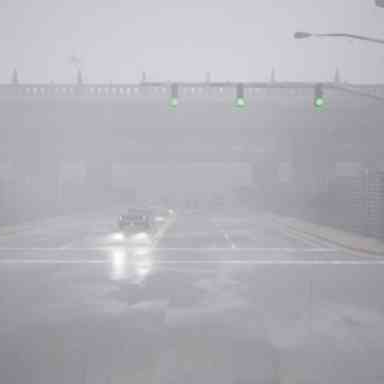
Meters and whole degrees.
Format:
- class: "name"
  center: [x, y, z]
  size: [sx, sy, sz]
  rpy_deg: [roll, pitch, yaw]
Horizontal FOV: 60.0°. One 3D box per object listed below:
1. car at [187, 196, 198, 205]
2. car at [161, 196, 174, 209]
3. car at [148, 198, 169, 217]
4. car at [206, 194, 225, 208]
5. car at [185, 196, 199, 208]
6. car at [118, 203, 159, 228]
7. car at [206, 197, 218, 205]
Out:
- class: "car"
  center: [0.014, 1.527, 59.095]
  size: [1.882, 1.535, 5.008]
  rpy_deg: [0, 0, 0]
- class: "car"
  center: [-3.537, 1.394, 45.209]
  size: [2.097, 1.767, 4.553]
  rpy_deg: [0, 0, 1]
- class: "car"
  center: [-3.571, 1.564, 32.481]
  size: [1.812, 1.442, 4.674]
  rpy_deg: [0, 0, 0]
- class: "car"
  center: [3.511, 1.269, 48.395]
  size: [2.150, 2.045, 5.566]
  rpy_deg: [0, 0, 0]
- class: "car"
  center: [0.011, 1.398, 49.073]
  size: [2.097, 1.767, 4.553]
  rpy_deg: [0, 0, 0]
- class: "car"
  center: [-3.585, 1.635, 22.226]
  size: [1.895, 1.301, 4.718]
  rpy_deg: [0, 0, 0]
- class: "car"
  center: [3.514, 1.578, 59.094]
  size: [1.812, 1.442, 4.674]
  rpy_deg: [0, 0, 0]
